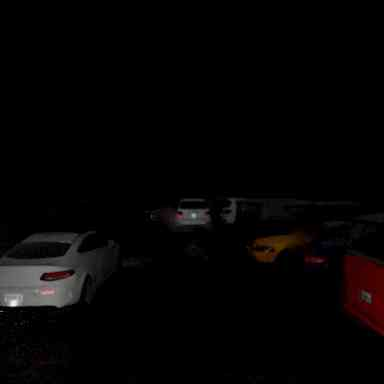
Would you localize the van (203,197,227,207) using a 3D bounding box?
[{"bbox_3d":[4.486,1.968,65.598,4.442,1.987,1.878,0,-1,0],"label":"van"}]

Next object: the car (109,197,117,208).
[{"bbox_3d":[-15.598,1.759,53.484,5.566,2.045,2.435,0,-1,0],"label":"car"}]

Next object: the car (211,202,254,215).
[{"bbox_3d":[4.616,1.861,38.026,4.674,1.452,2.002,0,-1,0],"label":"car"}]

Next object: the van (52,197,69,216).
[{"bbox_3d":[-15.458,1.534,34.032,4.442,1.987,1.878,0,-1,0],"label":"van"}]

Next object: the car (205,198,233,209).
[{"bbox_3d":[4.639,1.945,57.326,4.553,1.767,2.185,0,-1,0],"label":"car"}]

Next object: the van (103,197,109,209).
[{"bbox_3d":[-15.454,1.745,50.703,4.442,1.987,1.878,0,-1,0],"label":"van"}]

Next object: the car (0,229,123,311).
[{"bbox_3d":[-2.906,1.582,7.748,1.812,1.442,4.674,0,0,0],"label":"car"}]

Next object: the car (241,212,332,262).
[{"bbox_3d":[4.449,1.554,10.456,5.366,1.575,1.946,0,0,0],"label":"car"}]

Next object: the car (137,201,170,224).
[{"bbox_3d":[-2.915,1.715,27.178,2.128,1.511,4.902,0,-1,0],"label":"car"}]

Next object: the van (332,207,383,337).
[{"bbox_3d":[4.754,1.290,4.944,4.442,1.987,1.878,0,0,0],"label":"van"}]

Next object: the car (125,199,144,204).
[{"bbox_3d":[-15.533,2.559,89.489,4.792,1.488,2.163,0,-1,0],"label":"car"}]

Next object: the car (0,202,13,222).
[{"bbox_3d":[-15.571,1.642,22.914,4.892,1.521,2.231,0,-1,0],"label":"car"}]

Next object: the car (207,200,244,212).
[{"bbox_3d":[4.608,1.923,46.296,4.892,1.521,2.231,0,-1,0],"label":"car"}]

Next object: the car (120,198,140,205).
[{"bbox_3d":[-15.595,2.348,84.056,4.553,1.767,2.185,0,-1,0],"label":"car"}]

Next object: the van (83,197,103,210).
[{"bbox_3d":[-15.688,1.707,47.926,4.442,1.987,1.878,0,-1,0],"label":"van"}]

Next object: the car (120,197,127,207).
[{"bbox_3d":[-15.540,1.882,61.695,5.566,2.045,2.435,0,-1,0],"label":"car"}]

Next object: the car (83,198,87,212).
[{"bbox_3d":[-15.567,1.827,39.587,4.892,1.521,2.231,0,-1,0],"label":"car"}]

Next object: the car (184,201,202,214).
[{"bbox_3d":[0.076,1.868,41.081,2.128,1.511,4.902,0,-1,0],"label":"car"}]

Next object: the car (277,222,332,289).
[{"bbox_3d":[4.633,1.576,7.698,4.674,1.452,2.002,0,0,0],"label":"car"}]

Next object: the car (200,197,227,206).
[{"bbox_3d":[4.628,2.027,71.113,5.566,2.045,2.435,0,-1,0],"label":"car"}]

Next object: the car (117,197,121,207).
[{"bbox_3d":[-15.566,2.131,58.973,4.674,1.452,2.002,0,-1,0],"label":"car"}]

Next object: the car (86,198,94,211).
[{"bbox_3d":[-15.543,1.889,42.365,4.792,1.488,2.163,0,-1,0],"label":"car"}]

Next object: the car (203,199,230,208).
[{"bbox_3d":[4.610,2.152,62.838,5.008,1.535,2.097,0,-1,0],"label":"car"}]

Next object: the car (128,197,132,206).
[{"bbox_3d":[-15.596,1.972,67.379,5.566,2.045,2.435,0,-1,0],"label":"car"}]

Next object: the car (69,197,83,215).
[{"bbox_3d":[-15.546,1.540,36.809,5.566,2.045,2.435,0,-1,0],"label":"car"}]

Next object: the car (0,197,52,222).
[{"bbox_3d":[-15.548,1.446,28.475,5.566,2.045,2.435,0,-1,0],"label":"car"}]

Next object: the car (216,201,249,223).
[{"bbox_3d":[4.652,1.760,29.755,4.792,1.488,2.163,0,-1,0],"label":"car"}]

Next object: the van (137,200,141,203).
[{"bbox_3d":[-15.447,2.212,81.149,4.442,1.987,1.878,0,-1,0],"label":"van"}]

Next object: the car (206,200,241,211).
[{"bbox_3d":[4.606,1.958,49.053,4.892,1.521,2.231,0,-1,0],"label":"car"}]

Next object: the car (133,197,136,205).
[{"bbox_3d":[-15.560,2.310,72.807,5.008,1.535,2.097,0,-1,0],"label":"car"}]

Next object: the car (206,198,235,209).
[{"bbox_3d":[4.578,1.906,54.568,4.553,1.767,2.185,0,-1,0],"label":"car"}]

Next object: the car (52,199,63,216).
[{"bbox_3d":[-15.390,1.725,31.250,5.366,1.575,1.946,0,-1,0],"label":"car"}]

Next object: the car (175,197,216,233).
[{"bbox_3d":[0.089,1.391,21.266,2.150,2.045,5.566,0,0,0],"label":"car"}]

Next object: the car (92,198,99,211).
[{"bbox_3d":[-15.570,1.934,45.018,4.674,1.452,2.002,0,-1,0],"label":"car"}]

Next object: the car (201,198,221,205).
[{"bbox_3d":[4.564,2.276,79.386,4.553,1.767,2.185,0,-1,0],"label":"car"}]

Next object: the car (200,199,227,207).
[{"bbox_3d":[4.416,2.233,68.352,5.366,1.575,1.946,0,-1,0],"label":"car"}]

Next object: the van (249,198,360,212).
[{"bbox_3d":[4.749,1.352,13.217,4.442,1.987,1.878,0,-1,0],"label":"van"}]

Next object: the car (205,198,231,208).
[{"bbox_3d":[4.637,1.985,60.083,4.553,1.767,2.185,0,-1,0],"label":"car"}]
